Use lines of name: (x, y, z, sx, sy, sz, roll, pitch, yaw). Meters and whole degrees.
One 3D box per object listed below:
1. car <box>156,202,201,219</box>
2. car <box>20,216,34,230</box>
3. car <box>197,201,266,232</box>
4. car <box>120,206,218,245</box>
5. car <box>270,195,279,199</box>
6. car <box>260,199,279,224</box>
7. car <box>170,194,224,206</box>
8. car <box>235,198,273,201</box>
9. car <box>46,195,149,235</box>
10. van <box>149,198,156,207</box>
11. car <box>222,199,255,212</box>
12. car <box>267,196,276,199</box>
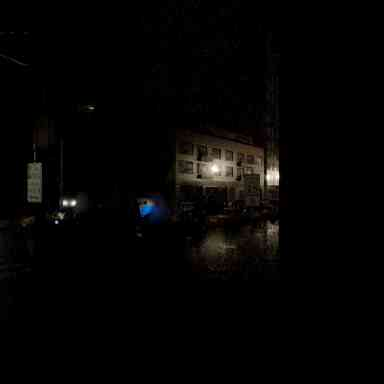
car: (-1.152, 1.572, 29.736, 1.802, 1.307, 4.206, 0, 0, 36)
car: (-7.910, 1.514, 20.419, 1.752, 1.417, 4.829, 0, 0, 36)
car: (2.529, 1.532, 20.290, 1.752, 1.417, 4.829, 0, 0, 36)
car: (-0.899, 1.556, 15.565, 2.008, 1.369, 4.403, 0, 0, 36)
car: (12.165, 1.288, 48.091, 2.192, 1.841, 5.009, 0, 0, 36)
car: (5.857, 1.531, 24.879, 1.752, 1.417, 4.829, 0, 0, 36)
car: (0.683, 1.217, 27.885, 2.150, 2.045, 5.566, 0, 0, 36)
car: (6.751, 1.590, 36.234, 1.895, 1.301, 4.718, 0, 0, 36)
car: (-5.404, 1.216, 19.501, 2.150, 2.045, 5.566, 0, 0, 36)
van: (-4.481, 1.331, 25.146, 1.690, 1.788, 3.998, 0, 0, 36)
car: (5.506, 1.549, 38.913, 1.947, 1.339, 4.313, 0, 0, 36)
car: (8.835, 1.544, 43.502, 1.947, 1.339, 4.313, 0, 0, 36)
